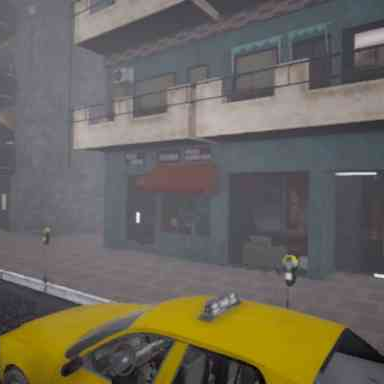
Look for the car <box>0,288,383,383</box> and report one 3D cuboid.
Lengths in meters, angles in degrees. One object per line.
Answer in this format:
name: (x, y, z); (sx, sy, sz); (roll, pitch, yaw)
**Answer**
car: (0.019, 1.521, 2.850); (4.829, 1.417, 1.752); (0, 1, 36)
